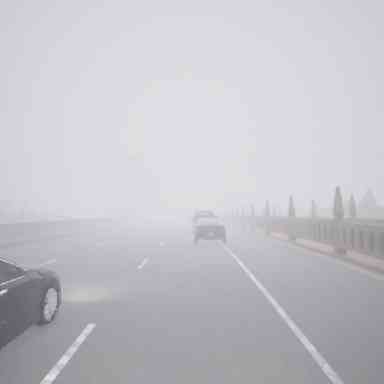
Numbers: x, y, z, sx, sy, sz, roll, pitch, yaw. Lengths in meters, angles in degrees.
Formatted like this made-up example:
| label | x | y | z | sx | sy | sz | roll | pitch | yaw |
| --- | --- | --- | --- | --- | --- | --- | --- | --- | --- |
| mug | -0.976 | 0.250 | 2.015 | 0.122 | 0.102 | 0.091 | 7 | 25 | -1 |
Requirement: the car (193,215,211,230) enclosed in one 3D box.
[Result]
| label | x | y | z | sx | sy | sz | roll | pitch | yaw |
| --- | --- | --- | --- | --- | --- | --- | --- | --- | --- |
| car | 1.057 | 3.335 | 36.934 | 1.882 | 1.535 | 5.008 | 0 | -4 | 0 |

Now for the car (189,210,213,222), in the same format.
| label | x | y | z | sx | sy | sz | roll | pitch | yaw |
| --- | --- | --- | --- | --- | --- | --- | --- | --- | --- |
| car | 1.056 | 2.712 | 30.991 | 2.150 | 2.045 | 5.566 | 0 | -4 | 0 |

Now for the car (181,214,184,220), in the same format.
| label | x | y | z | sx | sy | sz | roll | pitch | yaw |
| --- | --- | --- | --- | --- | --- | --- | --- | --- | --- |
| car | -1.192 | 5.354 | 71.133 | 1.994 | 1.385 | 4.181 | 1 | -4 | -10 |

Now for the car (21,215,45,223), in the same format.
| label | x | y | z | sx | sy | sz | roll | pitch | yaw |
| --- | --- | --- | --- | --- | --- | --- | --- | --- | --- |
| car | -21.077 | 3.836 | 44.814 | 2.128 | 1.511 | 4.902 | 0 | -3 | 0 |

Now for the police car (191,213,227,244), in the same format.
| label | x | y | z | sx | sy | sz | roll | pitch | yaw |
| --- | --- | --- | --- | --- | --- | --- | --- | --- | --- |
| police car | 1.054 | 2.301 | 21.078 | 1.930 | 1.638 | 5.238 | 0 | -4 | 0 |

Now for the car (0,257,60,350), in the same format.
| label | x | y | z | sx | sy | sz | roll | pitch | yaw |
| --- | --- | --- | --- | --- | --- | --- | --- | --- | --- |
| car | -3.398 | 1.552 | 4.402 | 1.837 | 1.490 | 4.892 | 0 | -1 | 0 |

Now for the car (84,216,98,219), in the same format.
| label | x | y | z | sx | sy | sz | roll | pitch | yaw |
| --- | --- | --- | --- | --- | --- | --- | --- | --- | --- |
| car | -14.074 | 4.034 | 46.230 | 1.895 | 1.301 | 4.718 | 0 | -4 | 0 |

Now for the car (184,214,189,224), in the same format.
| label | x | y | z | sx | sy | sz | roll | pitch | yaw |
| --- | --- | --- | --- | --- | --- | --- | --- | --- | --- |
| car | -0.002 | 4.599 | 56.588 | 1.812 | 1.442 | 4.674 | 0 | -4 | -2 |

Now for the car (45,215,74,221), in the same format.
| label | x | y | z | sx | sy | sz | roll | pitch | yaw |
| --- | --- | --- | --- | --- | --- | --- | --- | --- | --- |
| car | -17.573 | 3.841 | 45.106 | 1.882 | 1.535 | 5.008 | 0 | -4 | 0 |
